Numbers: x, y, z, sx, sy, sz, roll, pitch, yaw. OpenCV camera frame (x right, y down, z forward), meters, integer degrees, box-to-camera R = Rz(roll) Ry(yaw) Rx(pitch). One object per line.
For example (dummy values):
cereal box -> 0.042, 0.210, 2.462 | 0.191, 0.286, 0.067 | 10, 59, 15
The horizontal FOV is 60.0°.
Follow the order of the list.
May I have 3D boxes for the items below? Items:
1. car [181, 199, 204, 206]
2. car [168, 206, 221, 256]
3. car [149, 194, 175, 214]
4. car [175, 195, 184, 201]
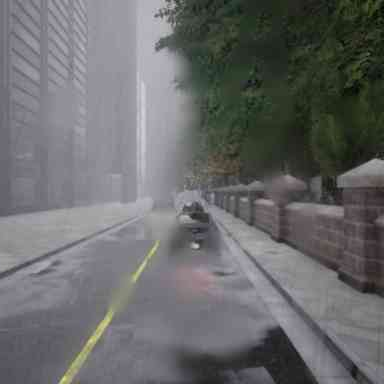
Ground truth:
car -> 0.086, 1.534, 30.112 | 1.882, 1.535, 5.008 | 0, 0, 0
car -> 0.089, 1.530, 13.291 | 1.837, 1.490, 4.892 | 0, 0, 0
car -> -3.106, 1.291, 37.352 | 2.150, 2.045, 5.566 | 0, 0, 0
car -> -3.026, 1.405, 79.137 | 1.895, 1.301, 4.718 | 0, 0, 0
